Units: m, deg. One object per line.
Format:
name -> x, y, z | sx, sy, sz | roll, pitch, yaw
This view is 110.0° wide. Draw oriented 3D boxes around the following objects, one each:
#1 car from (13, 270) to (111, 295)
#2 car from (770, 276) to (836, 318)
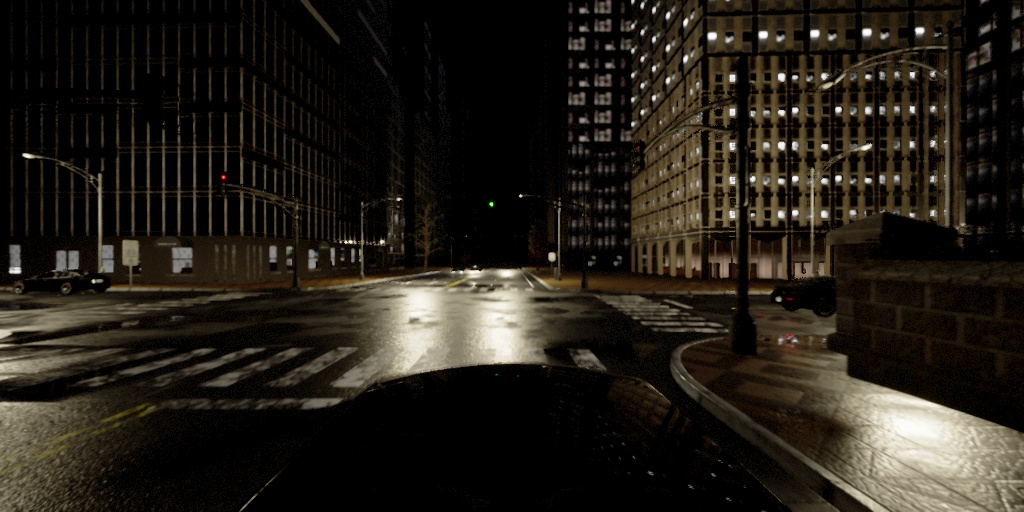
car -> -25.555, 1.457, 20.464 | 4.313, 1.339, 1.948 | 0, 0, 2
car -> 12.476, 1.483, 13.599 | 4.674, 1.442, 1.812 | 0, 0, 2
